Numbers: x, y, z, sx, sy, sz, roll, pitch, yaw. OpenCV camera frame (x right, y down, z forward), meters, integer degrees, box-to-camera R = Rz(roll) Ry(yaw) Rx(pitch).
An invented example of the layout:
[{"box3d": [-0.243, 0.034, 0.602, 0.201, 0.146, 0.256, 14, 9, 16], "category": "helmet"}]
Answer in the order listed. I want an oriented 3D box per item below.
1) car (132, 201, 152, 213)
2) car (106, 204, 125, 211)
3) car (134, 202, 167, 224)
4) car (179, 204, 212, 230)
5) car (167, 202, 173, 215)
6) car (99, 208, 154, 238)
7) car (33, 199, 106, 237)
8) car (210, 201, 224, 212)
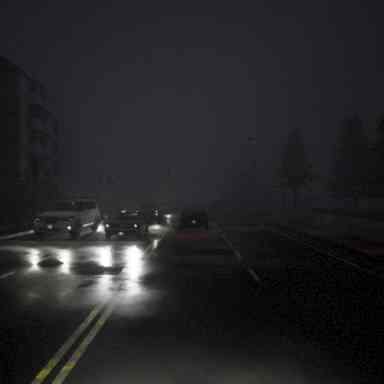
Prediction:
[{"box3d": [-6.959, 2.062, 46.941, 2.033, 1.411, 5.357, 0, -1, 0], "category": "car"}, {"box3d": [-7.061, 1.817, 29.803, 2.128, 1.511, 4.902, 0, -1, 0], "category": "car"}, {"box3d": [-3.564, 1.658, 28.067, 2.097, 1.767, 4.553, 0, -1, 0], "category": "car"}, {"box3d": [0.122, 1.730, 23.106, 1.882, 1.535, 5.008, 0, -1, 0], "category": "car"}, {"box3d": [-3.519, 1.971, 40.939, 1.812, 1.442, 4.674, 0, -1, 1], "category": "car"}, {"box3d": [-3.575, 1.809, 19.017, 1.895, 1.301, 4.718, 0, -1, 0], "category": "car"}, {"box3d": [-7.136, 1.436, 19.678, 2.150, 2.045, 5.566, 0, -1, 2], "category": "car"}, {"box3d": [3.549, 2.010, 47.563, 2.128, 1.511, 4.902, 0, -1, 0], "category": "car"}]
